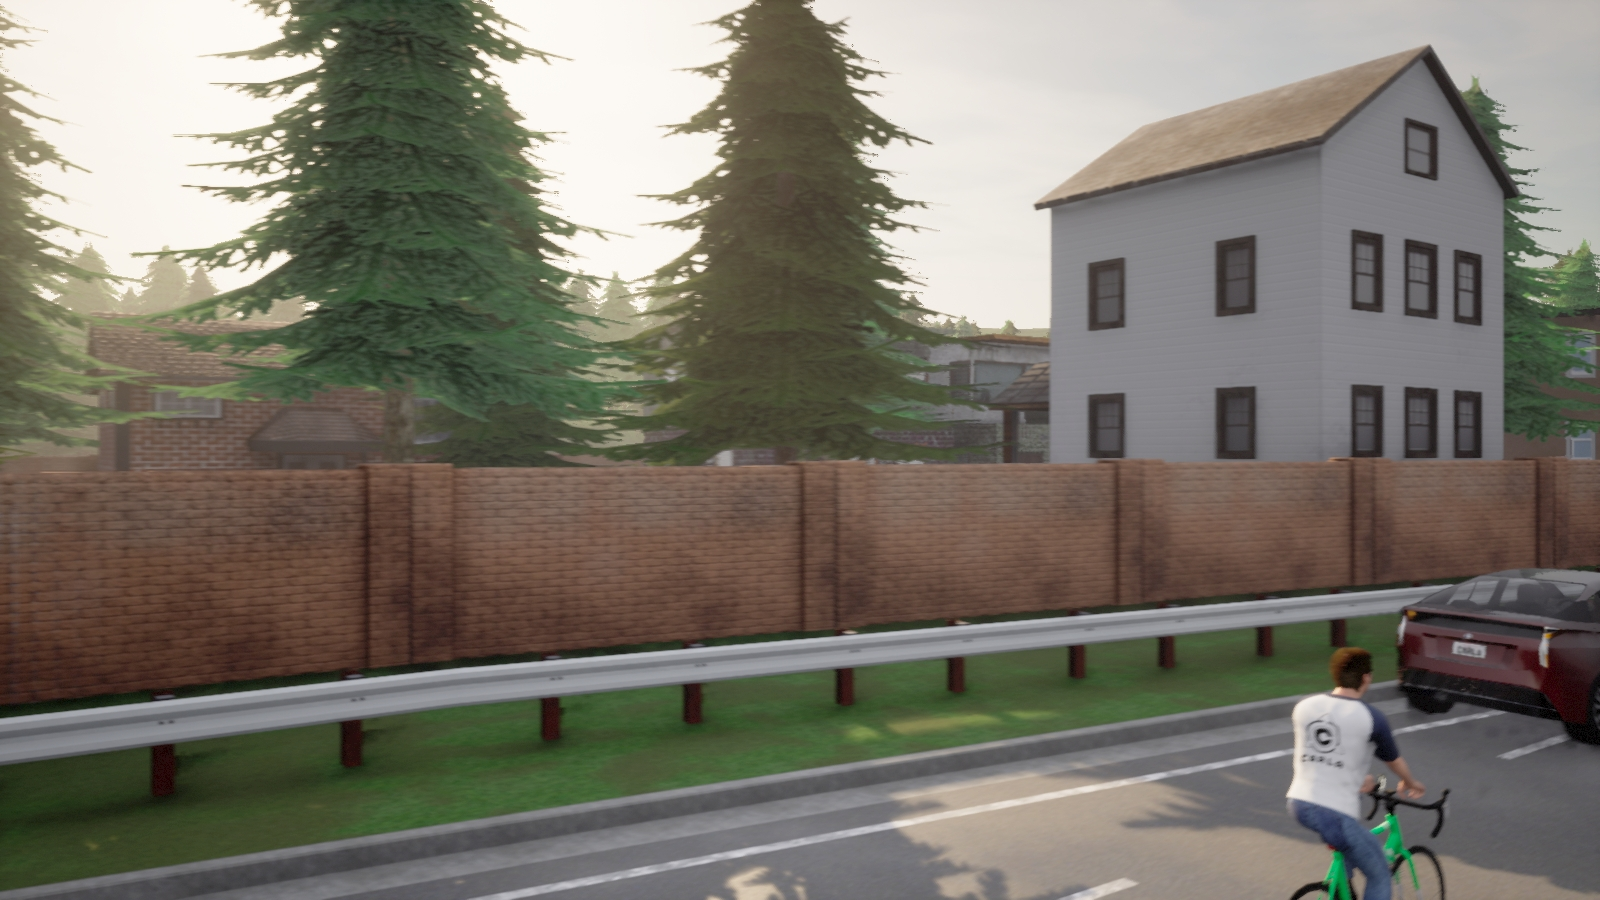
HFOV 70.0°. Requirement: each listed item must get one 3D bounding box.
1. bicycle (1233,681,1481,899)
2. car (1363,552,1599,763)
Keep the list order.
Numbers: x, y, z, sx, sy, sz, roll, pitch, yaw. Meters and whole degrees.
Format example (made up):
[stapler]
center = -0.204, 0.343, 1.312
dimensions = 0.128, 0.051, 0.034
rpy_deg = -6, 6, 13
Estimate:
[bicycle]
center = 2.899, 2.056, 5.877
dimensions = 1.643, 1.496, 0.373
rpy_deg = 0, 0, -34
[car]
center = 8.322, 2.040, 12.269
dimensions = 4.514, 1.525, 2.007
rpy_deg = 0, 0, -32
